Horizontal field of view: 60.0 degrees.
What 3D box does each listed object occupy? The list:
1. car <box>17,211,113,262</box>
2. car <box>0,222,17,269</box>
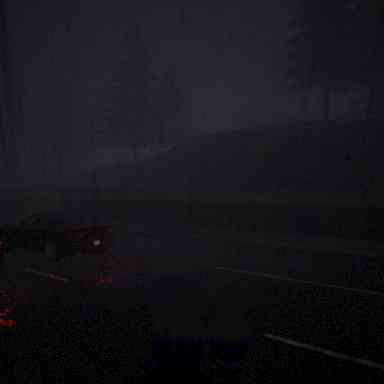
[{"bbox_3d":[-4.987,1.415,11.908,5.008,1.535,1.882,1,0,36],"label":"car"},{"bbox_3d":[-7.039,1.411,9.073,5.008,1.535,1.882,1,0,36],"label":"car"}]
